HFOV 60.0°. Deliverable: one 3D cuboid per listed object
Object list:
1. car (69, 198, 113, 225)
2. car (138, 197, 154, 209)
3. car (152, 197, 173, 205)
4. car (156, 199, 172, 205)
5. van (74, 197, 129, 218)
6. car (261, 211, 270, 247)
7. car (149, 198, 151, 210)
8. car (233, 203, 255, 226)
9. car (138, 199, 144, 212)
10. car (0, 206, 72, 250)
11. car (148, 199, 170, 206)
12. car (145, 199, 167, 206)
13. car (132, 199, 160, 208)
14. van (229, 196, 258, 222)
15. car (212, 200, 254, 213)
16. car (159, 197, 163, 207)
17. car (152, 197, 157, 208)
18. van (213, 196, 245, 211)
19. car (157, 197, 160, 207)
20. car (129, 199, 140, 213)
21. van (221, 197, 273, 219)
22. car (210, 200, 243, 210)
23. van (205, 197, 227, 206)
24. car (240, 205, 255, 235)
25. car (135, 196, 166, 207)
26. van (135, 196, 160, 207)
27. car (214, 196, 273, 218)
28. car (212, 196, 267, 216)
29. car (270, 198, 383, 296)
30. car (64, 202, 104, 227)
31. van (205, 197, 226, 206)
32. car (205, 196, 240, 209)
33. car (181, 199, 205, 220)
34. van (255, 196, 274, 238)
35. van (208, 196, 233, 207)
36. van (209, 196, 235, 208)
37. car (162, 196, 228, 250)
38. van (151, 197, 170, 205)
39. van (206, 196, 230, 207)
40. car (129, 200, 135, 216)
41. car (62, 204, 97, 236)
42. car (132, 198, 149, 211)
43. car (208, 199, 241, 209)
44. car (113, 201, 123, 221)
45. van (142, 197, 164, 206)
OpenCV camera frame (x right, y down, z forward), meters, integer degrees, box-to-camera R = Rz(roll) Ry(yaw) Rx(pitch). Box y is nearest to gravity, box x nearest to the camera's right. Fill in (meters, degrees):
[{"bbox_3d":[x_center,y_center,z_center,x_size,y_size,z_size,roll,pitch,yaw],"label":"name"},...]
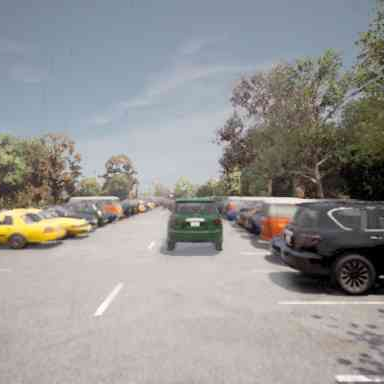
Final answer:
[{"bbox_3d":[-7.991,1.451,22.212,4.553,1.767,2.185,0,-1,0],"label":"car"},{"bbox_3d":[-8.009,1.827,44.416,4.892,1.521,2.231,0,-1,0],"label":"car"},{"bbox_3d":[-7.990,2.542,91.587,5.566,2.045,2.435,0,-2,0],"label":"car"},{"bbox_3d":[-7.928,2.747,94.355,4.553,1.767,2.185,0,-2,0],"label":"car"},{"bbox_3d":[-7.900,1.411,27.763,4.442,1.987,1.878,0,-1,0],"label":"van"},{"bbox_3d":[5.020,1.540,11.065,4.792,1.488,2.163,0,0,0],"label":"car"},{"bbox_3d":[-7.998,1.796,41.640,4.892,1.521,2.231,0,-1,0],"label":"car"},{"bbox_3d":[5.085,1.582,19.369,4.792,1.488,2.163,0,-1,0],"label":"car"},{"bbox_3d":[-8.039,1.761,36.088,4.792,1.488,2.163,0,-1,0],"label":"car"},{"bbox_3d":[-8.214,1.516,14.011,5.366,1.575,1.946,0,0,0],"label":"car"},{"bbox_3d":[-7.966,2.489,80.480,5.008,1.535,2.097,0,-2,0],"label":"car"},{"bbox_3d":[-8.006,2.366,74.930,4.792,1.488,2.163,0,-2,0],"label":"car"},{"bbox_3d":[-7.988,2.024,58.296,4.674,1.452,2.002,0,-1,0],"label":"car"},{"bbox_3d":[4.950,1.352,22.123,4.442,1.987,1.878,0,-1,0],"label":"van"},{"bbox_3d":[5.069,1.795,41.527,5.008,1.535,2.097,0,-1,0],"label":"car"},{"bbox_3d":[-3.546,1.894,52.146,1.882,1.535,5.008,-1,-2,1],"label":"car"},{"bbox_3d":[-8.185,1.855,47.193,5.366,1.575,1.946,0,-1,0],"label":"car"},{"bbox_3d":[5.196,1.634,47.194,4.442,1.987,1.878,0,-1,0],"label":"van"},{"bbox_3d":[-7.998,1.952,55.521,5.008,1.535,2.097,0,-1,0],"label":"car"},{"bbox_3d":[-8.041,1.730,33.312,4.792,1.488,2.163,0,-1,0],"label":"car"},{"bbox_3d":[4.948,1.444,30.449,4.442,1.987,1.878,0,-1,0],"label":"van"},{"bbox_3d":[5.080,1.930,49.835,4.674,1.452,2.002,0,-1,0],"label":"car"},{"bbox_3d":[4.982,1.956,69.212,4.442,1.987,1.878,0,-2,0],"label":"van"},{"bbox_3d":[5.082,1.564,16.729,4.792,1.488,2.163,0,0,0],"label":"car"},{"bbox_3d":[-7.957,1.796,63.851,5.566,2.045,2.435,0,-1,0],"label":"car"},{"bbox_3d":[-8.105,1.790,61.075,4.442,1.987,1.878,0,-1,0],"label":"van"},{"bbox_3d":[5.040,1.450,33.219,5.566,2.045,2.435,0,-1,0],"label":"car"},{"bbox_3d":[5.042,1.481,35.989,5.566,2.045,2.435,0,-1,0],"label":"car"},{"bbox_3d":[5.074,1.252,8.296,5.566,2.045,2.435,0,0,0],"label":"car"},{"bbox_3d":[-8.030,1.552,19.432,4.892,1.521,2.231,0,0,0],"label":"car"},{"bbox_3d":[5.221,2.108,74.750,4.442,1.987,1.878,0,-2,0],"label":"van"},{"bbox_3d":[5.059,1.703,55.504,5.566,2.045,2.435,0,-1,0],"label":"car"},{"bbox_3d":[0.126,1.550,31.221,2.097,1.767,4.553,0,-1,0],"label":"car"},{"bbox_3d":[5.168,1.295,13.959,4.442,1.987,1.878,0,0,0],"label":"van"},{"bbox_3d":[5.208,1.790,60.919,4.442,1.987,1.878,0,-1,0],"label":"van"},{"bbox_3d":[5.206,1.760,58.274,4.442,1.987,1.878,0,-1,0],"label":"van"},{"bbox_3d":[0.111,1.265,14.661,2.150,2.045,5.566,0,0,0],"label":"car"},{"bbox_3d":[-7.852,2.339,83.261,4.442,1.987,1.878,0,-2,0],"label":"van"},{"bbox_3d":[4.978,1.823,63.822,4.442,1.987,1.878,0,-1,0],"label":"van"},{"bbox_3d":[-8.044,1.698,30.536,4.792,1.488,2.163,0,-1,0],"label":"car"},{"bbox_3d":[-7.841,1.529,16.664,5.366,1.575,1.946,0,0,0],"label":"car"},{"bbox_3d":[-8.193,1.760,38.865,5.366,1.575,1.946,0,-1,0],"label":"car"},{"bbox_3d":[5.079,1.921,52.607,5.008,1.535,2.097,0,-1,0],"label":"car"},{"bbox_3d":[-7.990,1.635,24.984,4.792,1.488,2.163,0,-1,0],"label":"car"},{"bbox_3d":[-8.097,1.958,69.386,4.442,1.987,1.878,0,-2,0],"label":"van"}]
